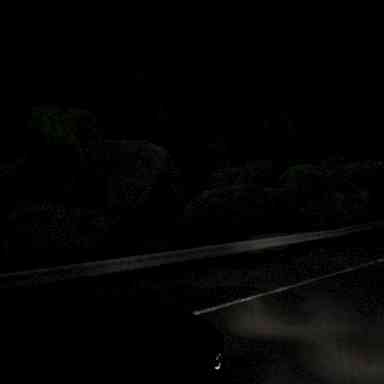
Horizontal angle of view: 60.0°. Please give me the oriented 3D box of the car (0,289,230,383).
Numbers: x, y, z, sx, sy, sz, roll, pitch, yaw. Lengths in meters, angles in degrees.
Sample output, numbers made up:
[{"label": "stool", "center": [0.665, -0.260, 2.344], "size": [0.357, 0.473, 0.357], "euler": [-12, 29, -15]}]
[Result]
[{"label": "car", "center": [-1.947, 1.483, 2.425], "size": [5.008, 1.535, 1.882], "euler": [0, 0, -35]}]
